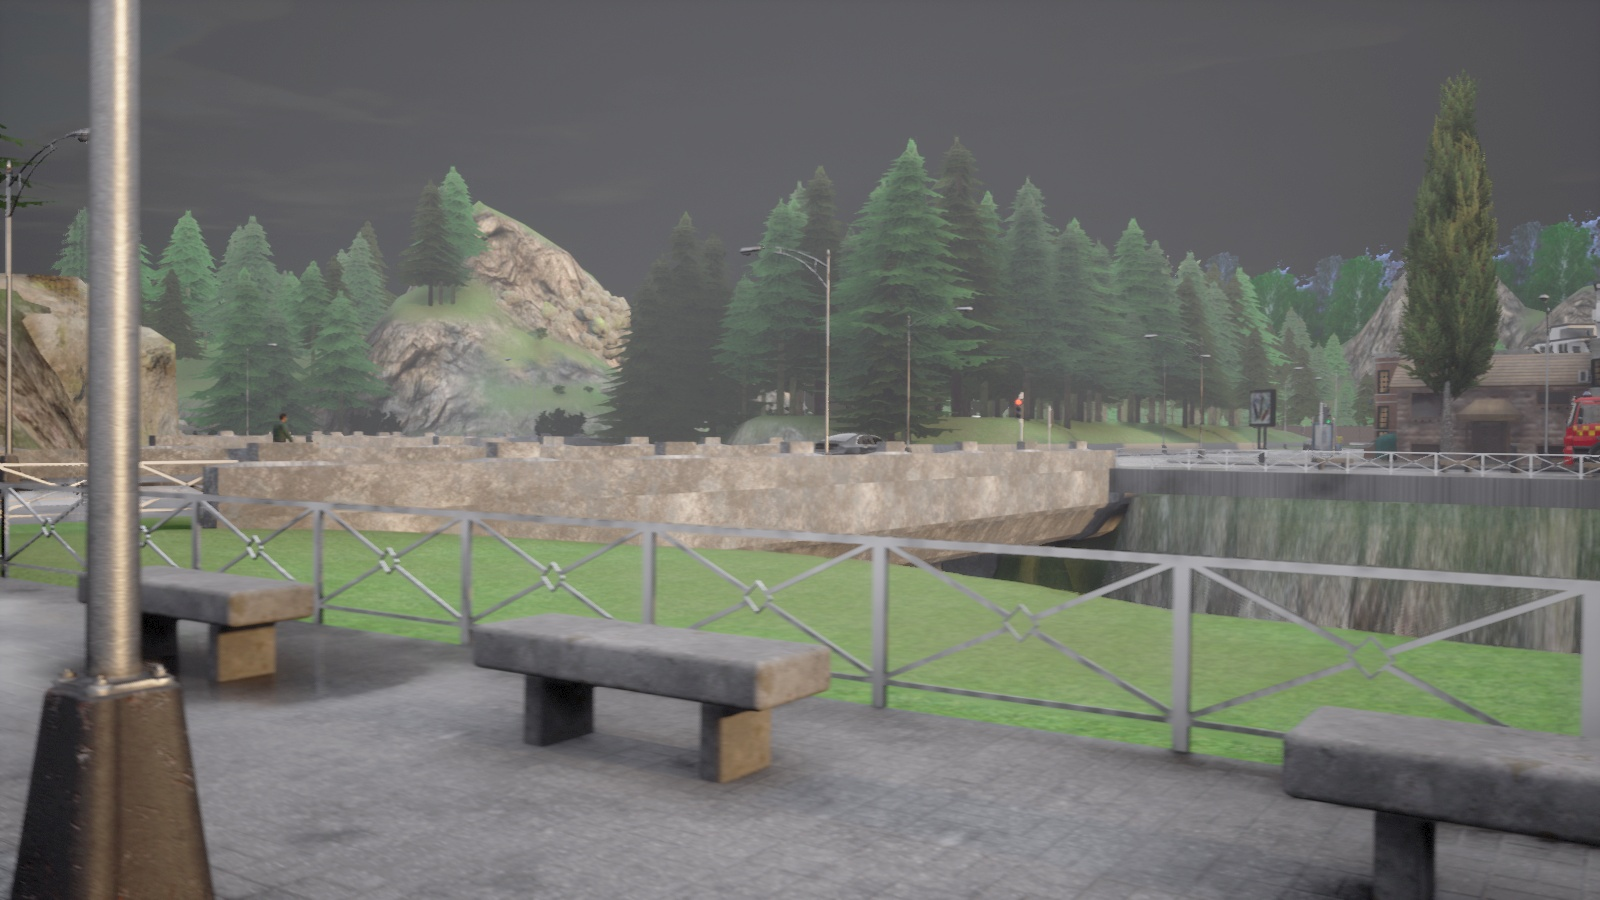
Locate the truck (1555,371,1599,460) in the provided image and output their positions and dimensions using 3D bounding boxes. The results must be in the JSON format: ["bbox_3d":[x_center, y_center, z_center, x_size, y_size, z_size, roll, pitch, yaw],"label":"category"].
[{"bbox_3d":[37.191,-1.500,53.497,8.468,3.827,2.891,0,1,34],"label":"truck"}]

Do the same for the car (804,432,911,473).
[{"bbox_3d":[2.256,0.059,47.898,1.837,1.490,4.892,0,1,33],"label":"car"}]

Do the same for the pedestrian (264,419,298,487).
[{"bbox_3d":[-14.924,0.079,36.133,0.423,1.949,0.788,0,1,34],"label":"pedestrian"}]
